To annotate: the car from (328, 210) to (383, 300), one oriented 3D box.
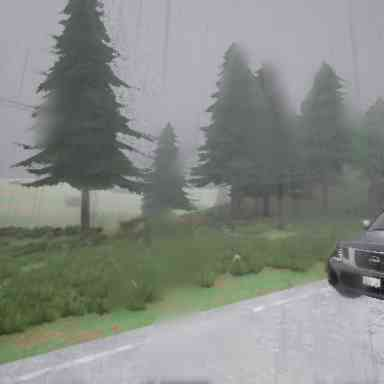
[{"bbox_3d":[5.369,1.217,7.350,5.566,2.045,2.150,0,0,-35],"label":"car"}]
